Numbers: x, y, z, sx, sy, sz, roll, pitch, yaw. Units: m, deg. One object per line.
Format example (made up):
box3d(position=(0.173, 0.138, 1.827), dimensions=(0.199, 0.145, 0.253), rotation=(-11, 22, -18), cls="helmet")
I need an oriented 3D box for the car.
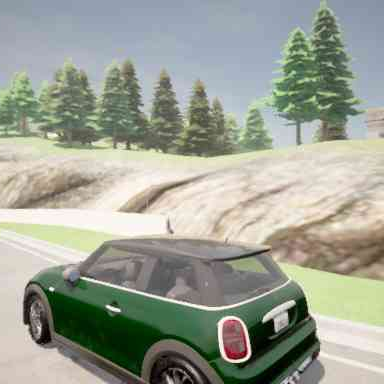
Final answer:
box3d(position=(-0.648, 1.418, 4.913), dimensions=(4.553, 1.767, 2.097), rotation=(-1, -1, 41), cls="car")
